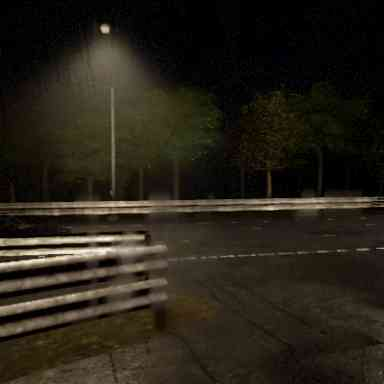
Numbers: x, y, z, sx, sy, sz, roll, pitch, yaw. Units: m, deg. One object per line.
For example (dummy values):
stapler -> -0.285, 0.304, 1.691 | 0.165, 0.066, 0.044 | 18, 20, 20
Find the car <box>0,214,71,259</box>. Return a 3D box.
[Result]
car -> -6.573, 1.504, 11.412 | 4.674, 1.442, 1.812 | -1, 1, -11
